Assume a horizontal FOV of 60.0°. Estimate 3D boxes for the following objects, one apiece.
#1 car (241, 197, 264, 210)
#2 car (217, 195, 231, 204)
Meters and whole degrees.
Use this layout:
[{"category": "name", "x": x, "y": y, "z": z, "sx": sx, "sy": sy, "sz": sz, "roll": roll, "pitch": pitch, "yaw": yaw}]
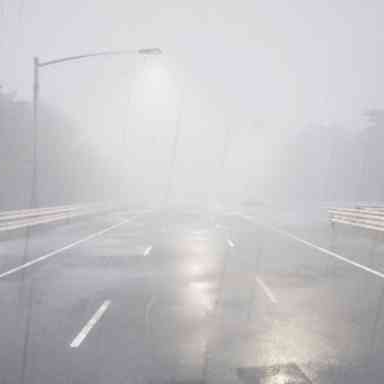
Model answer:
[{"category": "car", "x": 8.416, "y": 1.537, "z": 46.373, "sx": 1.837, "sy": 1.490, "sz": 4.892, "roll": 0, "pitch": 0, "yaw": -12}, {"category": "car", "x": 7.009, "y": 1.588, "z": 69.076, "sx": 2.033, "sy": 1.411, "sz": 5.357, "roll": 0, "pitch": 0, "yaw": 0}]
